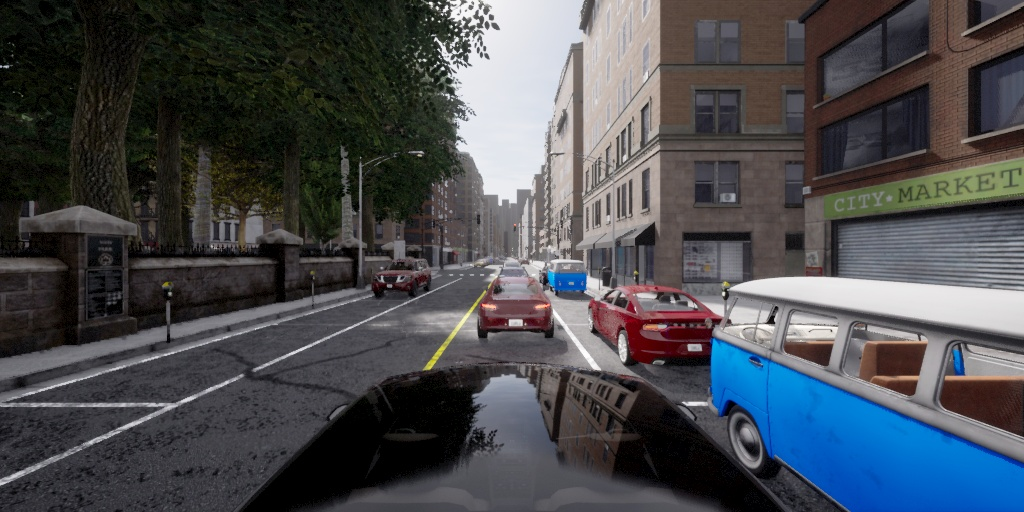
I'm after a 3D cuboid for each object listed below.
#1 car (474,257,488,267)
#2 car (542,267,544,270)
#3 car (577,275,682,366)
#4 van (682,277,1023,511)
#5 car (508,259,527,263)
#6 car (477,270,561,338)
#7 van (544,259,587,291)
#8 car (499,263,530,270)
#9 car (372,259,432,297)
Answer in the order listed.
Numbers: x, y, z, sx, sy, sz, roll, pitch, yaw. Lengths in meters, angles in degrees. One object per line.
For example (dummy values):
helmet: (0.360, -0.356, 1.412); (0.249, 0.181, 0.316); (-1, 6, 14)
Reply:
car: (-5.667, 1.230, 62.631); (1.751, 1.417, 4.829); (0, 0, 0)
car: (2.857, 1.307, 24.812); (1.948, 1.339, 4.313); (0, 0, 0)
car: (2.857, 1.294, 7.831); (1.888, 1.381, 4.507); (0, 0, 0)
van: (2.856, 1.091, 2.170); (1.690, 1.789, 3.998); (0, 0, 0)
car: (0.004, 1.242, 29.355); (1.837, 1.490, 4.892); (0, 0, 0)
car: (0.095, 1.275, 10.032); (1.812, 1.442, 4.674); (0, 0, 0)
van: (2.857, 1.086, 19.152); (1.690, 1.789, 3.998); (0, 0, 0)
car: (0.097, 1.292, 19.611); (2.033, 1.411, 5.357); (0, 0, 1)
car: (-5.668, 1.060, 19.112); (2.192, 1.841, 5.009); (0, 0, 0)
